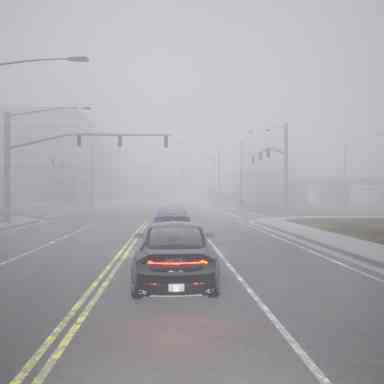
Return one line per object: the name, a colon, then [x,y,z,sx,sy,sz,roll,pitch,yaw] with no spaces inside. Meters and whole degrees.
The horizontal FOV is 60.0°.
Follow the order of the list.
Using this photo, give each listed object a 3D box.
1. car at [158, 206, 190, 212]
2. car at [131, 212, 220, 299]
car: [-1.079,1.478,17.976,1.882,1.535,5.008,0,0,-4]
car: [-0.442,1.505,8.503,1.837,1.490,4.892,0,0,-4]
